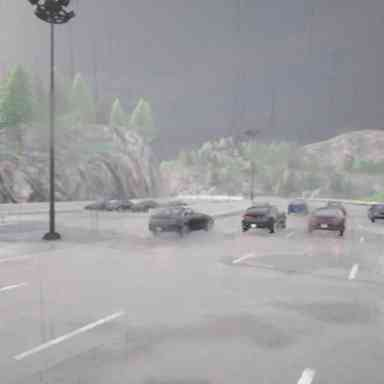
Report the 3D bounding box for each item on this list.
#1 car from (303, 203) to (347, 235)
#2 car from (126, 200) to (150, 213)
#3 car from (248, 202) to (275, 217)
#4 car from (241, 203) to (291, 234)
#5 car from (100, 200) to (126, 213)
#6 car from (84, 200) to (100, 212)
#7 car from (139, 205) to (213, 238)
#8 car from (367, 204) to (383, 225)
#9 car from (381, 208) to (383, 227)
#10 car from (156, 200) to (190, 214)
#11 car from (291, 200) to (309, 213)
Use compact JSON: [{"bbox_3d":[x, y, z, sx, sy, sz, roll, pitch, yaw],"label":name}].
[{"bbox_3d":[7.936,1.608,19.412,1.812,1.442,4.674,0,0,27],"label":"car"},{"bbox_3d":[-5.620,1.737,40.667,1.837,1.490,4.892,0,0,22],"label":"car"},{"bbox_3d":[7.303,1.766,34.773,1.895,1.301,4.718,0,0,23],"label":"car"},{"bbox_3d":[4.483,1.600,20.308,1.837,1.490,4.892,0,-1,27],"label":"car"},{"bbox_3d":[-8.920,1.752,41.833,1.837,1.490,4.892,0,0,22],"label":"car"},{"bbox_3d":[-11.848,1.813,43.836,2.033,1.411,5.357,0,0,22],"label":"car"},{"bbox_3d":[-0.463,1.593,18.419,2.128,1.511,4.902,0,0,28],"label":"car"},{"bbox_3d":[15.324,1.649,26.854,2.033,1.411,5.357,0,0,24],"label":"car"},{"bbox_3d":[7.467,1.517,11.041,1.882,1.535,5.008,0,0,29],"label":"car"},{"bbox_3d":[-2.164,1.765,39.794,2.033,1.411,5.357,0,0,22],"label":"car"},{"bbox_3d":[11.422,1.637,35.644,1.882,1.535,5.008,0,-1,22],"label":"car"}]
